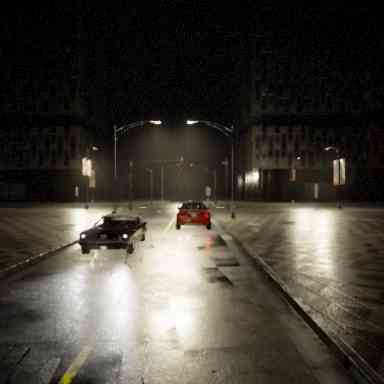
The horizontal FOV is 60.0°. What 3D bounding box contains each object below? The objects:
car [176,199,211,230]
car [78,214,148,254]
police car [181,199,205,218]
[{"bbox_3d":[0.088,1.342,21.272,2.097,1.767,4.553,0,0,0],"label":"car"},{"bbox_3d":[-3.009,1.594,13.544,1.895,1.301,4.718,0,0,0],"label":"car"},{"bbox_3d":[0.075,1.491,31.487,2.038,1.542,4.974,0,0,0],"label":"police car"}]
